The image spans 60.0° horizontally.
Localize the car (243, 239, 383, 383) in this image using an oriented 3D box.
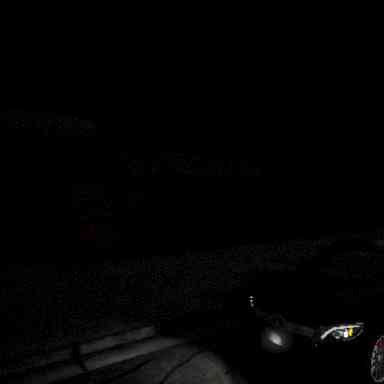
[{"bbox_3d":[2.936,1.558,5.469,4.674,1.442,1.812,0,0,-35],"label":"car"}]
